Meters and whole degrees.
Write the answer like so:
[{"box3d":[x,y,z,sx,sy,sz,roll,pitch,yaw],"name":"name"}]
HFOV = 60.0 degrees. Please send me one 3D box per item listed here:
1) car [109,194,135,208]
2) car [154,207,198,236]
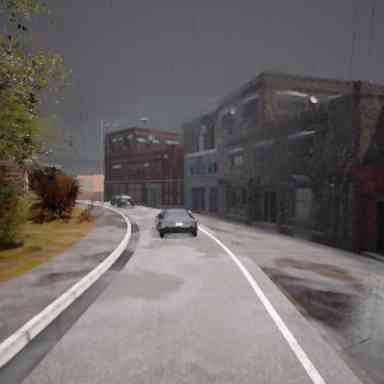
[{"box3d":[-7.910,0.969,37.638,1.812,1.442,4.674,0,2,-29],"name":"car"},{"box3d":[-0.949,1.486,17.979,1.994,1.385,4.181,0,1,-9],"name":"car"}]
